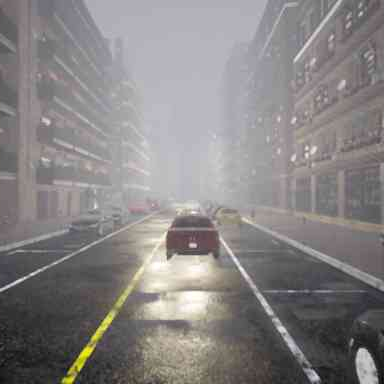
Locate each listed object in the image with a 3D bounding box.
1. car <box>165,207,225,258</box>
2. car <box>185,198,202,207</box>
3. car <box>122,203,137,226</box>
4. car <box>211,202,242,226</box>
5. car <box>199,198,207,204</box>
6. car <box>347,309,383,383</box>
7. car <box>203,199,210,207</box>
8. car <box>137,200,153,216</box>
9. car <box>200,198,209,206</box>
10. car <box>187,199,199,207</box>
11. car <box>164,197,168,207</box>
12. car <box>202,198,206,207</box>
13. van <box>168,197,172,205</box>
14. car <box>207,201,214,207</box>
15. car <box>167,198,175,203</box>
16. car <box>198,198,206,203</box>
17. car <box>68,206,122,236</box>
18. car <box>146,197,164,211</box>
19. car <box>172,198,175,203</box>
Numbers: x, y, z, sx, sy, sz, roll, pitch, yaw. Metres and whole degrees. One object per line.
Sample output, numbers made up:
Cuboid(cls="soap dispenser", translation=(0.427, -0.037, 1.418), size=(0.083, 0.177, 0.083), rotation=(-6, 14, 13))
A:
Cuboid(cls="car", translation=(0.016, 1.586, 13.222), size=(1.882, 1.535, 5.008), rotation=(0, 0, 0))
Cuboid(cls="car", translation=(0.089, 1.890, 44.832), size=(1.812, 1.442, 4.674), rotation=(0, -1, 0))
Cuboid(cls="car", translation=(-5.696, 1.753, 24.815), size=(2.008, 1.369, 4.403), rotation=(0, 0, 0))
Cuboid(cls="car", translation=(2.686, 1.729, 24.983), size=(1.752, 1.417, 4.829), rotation=(0, 0, 0))
Cuboid(cls="car", translation=(2.673, 2.222, 81.173), size=(1.947, 1.339, 4.313), rotation=(0, 0, 0))
Cuboid(cls="car", translation=(2.691, 1.571, 2.269), size=(2.008, 1.369, 4.403), rotation=(0, 0, 0))
Cuboid(cls="car", translation=(2.682, 1.920, 41.721), size=(1.802, 1.307, 4.206), rotation=(0, 0, 0))
Cuboid(cls="car", translation=(-5.698, 1.838, 36.088), size=(1.887, 1.381, 4.507), rotation=(0, 0, 0))
Cuboid(cls="car", translation=(2.675, 2.092, 70.072), size=(1.752, 1.417, 4.829), rotation=(0, 0, 0))
Cuboid(cls="car", translation=(0.087, 1.987, 61.151), size=(2.128, 1.511, 4.902), rotation=(0, 0, 0))
Cuboid(cls="car", translation=(-5.702, 1.999, 58.461), size=(1.752, 1.417, 4.829), rotation=(0, 0, 0))
Cuboid(cls="car", translation=(2.678, 2.057, 58.629), size=(1.802, 1.307, 4.206), rotation=(0, 0, 0))
Cuboid(cls="van", translation=(-5.704, 1.907, 69.906), size=(1.690, 1.788, 3.998), rotation=(0, 0, 0))
Cuboid(cls="car", translation=(2.684, 1.813, 30.449), size=(1.947, 1.339, 4.313), rotation=(0, 0, 0))
Cuboid(cls="car", translation=(-5.710, 2.299, 92.448), size=(2.008, 1.369, 4.403), rotation=(0, 0, 0))
Cuboid(cls="car", translation=(2.672, 2.247, 86.810), size=(1.887, 1.381, 4.507), rotation=(0, 0, 0))
Cuboid(cls="car", translation=(-5.694, 1.707, 19.179), size=(2.008, 1.369, 4.403), rotation=(0, 0, 0))
Cuboid(cls="car", translation=(-5.699, 1.699, 47.362), size=(2.192, 1.841, 5.009), rotation=(0, 0, 0))
Cuboid(cls="car", translation=(-5.709, 2.253, 86.812), size=(2.008, 1.369, 4.403), rotation=(0, 0, 0))
